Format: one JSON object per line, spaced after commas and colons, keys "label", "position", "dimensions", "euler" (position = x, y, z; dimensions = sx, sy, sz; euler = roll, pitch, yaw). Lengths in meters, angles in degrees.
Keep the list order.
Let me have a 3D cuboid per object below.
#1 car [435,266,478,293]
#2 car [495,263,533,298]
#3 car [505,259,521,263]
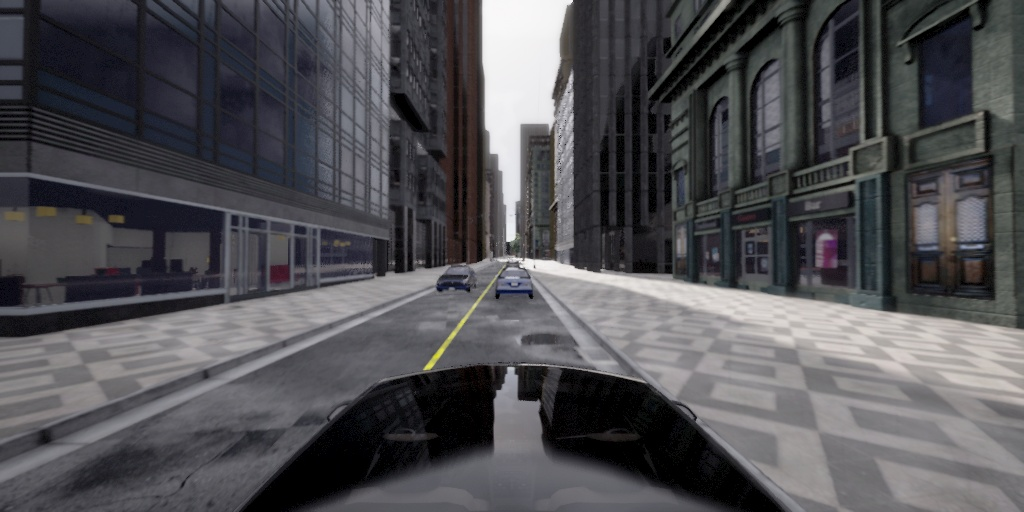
{"label": "car", "position": [-3.067, 1.295, 21.001], "dimensions": [2.033, 1.411, 5.357], "euler": [0, 0, 0]}
{"label": "car", "position": [0.114, 1.296, 18.477], "dimensions": [2.033, 1.411, 5.357], "euler": [0, 0, 0]}
{"label": "car", "position": [0.135, 1.202, 48.233], "dimensions": [2.128, 1.511, 4.902], "euler": [0, 0, 0]}
